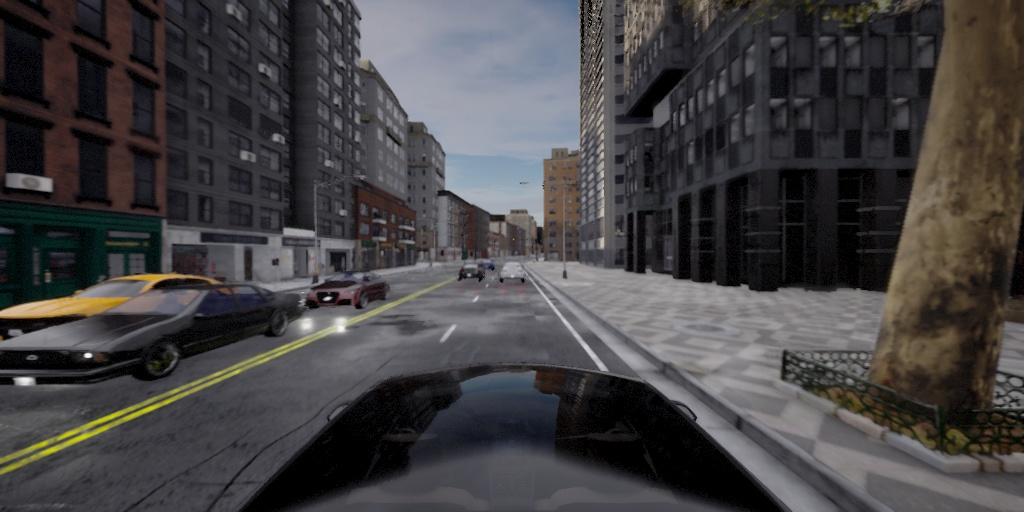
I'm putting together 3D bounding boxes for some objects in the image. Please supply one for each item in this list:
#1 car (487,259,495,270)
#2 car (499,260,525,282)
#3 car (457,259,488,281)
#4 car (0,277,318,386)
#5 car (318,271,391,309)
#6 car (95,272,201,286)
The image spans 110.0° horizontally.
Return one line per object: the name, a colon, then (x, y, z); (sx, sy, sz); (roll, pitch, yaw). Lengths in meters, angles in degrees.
car: (-3.248, 1.162, 48.477); (1.812, 1.442, 4.674); (0, 0, 0)
car: (0.032, 1.221, 28.480); (1.812, 1.442, 4.674); (0, 0, 0)
car: (-3.199, 1.226, 29.047); (1.812, 1.442, 4.674); (0, 0, 0)
car: (-6.603, 1.308, 7.511); (2.033, 1.411, 5.357); (0, 0, 0)
car: (-6.523, 1.312, 14.697); (1.994, 1.385, 4.181); (0, 0, 0)
car: (-9.811, 1.241, 9.585); (1.882, 1.535, 5.008); (0, 0, 0)
